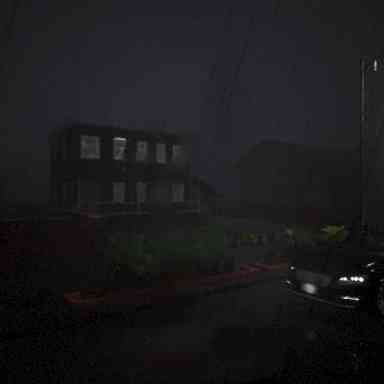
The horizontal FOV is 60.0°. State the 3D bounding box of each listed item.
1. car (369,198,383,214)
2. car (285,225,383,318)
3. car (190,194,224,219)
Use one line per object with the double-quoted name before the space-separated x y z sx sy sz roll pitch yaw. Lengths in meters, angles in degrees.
"car" 17.172 1.356 33.103 1.845 1.501 3.633 0 0 -36
"car" 4.183 1.544 7.599 4.902 1.511 2.128 1 0 -35
"car" 0.451 1.069 23.913 3.866 1.878 1.905 0 0 -36
